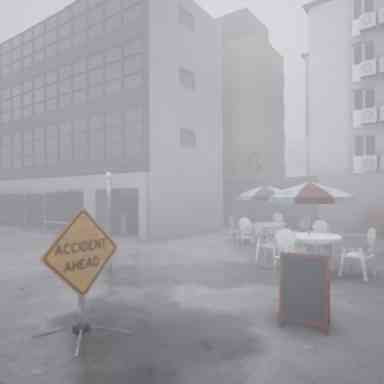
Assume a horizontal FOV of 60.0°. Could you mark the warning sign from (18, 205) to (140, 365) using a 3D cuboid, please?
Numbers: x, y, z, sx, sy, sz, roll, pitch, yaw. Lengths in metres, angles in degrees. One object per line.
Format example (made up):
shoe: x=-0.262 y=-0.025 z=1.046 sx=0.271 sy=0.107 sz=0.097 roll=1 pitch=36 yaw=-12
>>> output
warning sign: x=-1.606 y=1.155 z=4.834 sx=1.060 sy=1.860 sz=1.300 roll=-1 pitch=0 yaw=36
